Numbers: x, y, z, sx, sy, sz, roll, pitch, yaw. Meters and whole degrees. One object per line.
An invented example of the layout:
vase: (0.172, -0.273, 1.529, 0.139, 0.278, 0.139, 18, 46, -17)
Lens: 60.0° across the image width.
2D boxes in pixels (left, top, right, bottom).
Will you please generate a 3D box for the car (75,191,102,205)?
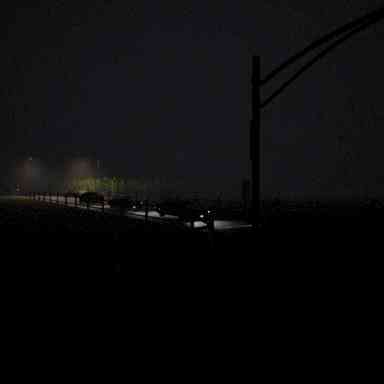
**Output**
car: (-12.444, 0.744, 41.067, 1.882, 1.535, 5.008, 0, 1, -35)

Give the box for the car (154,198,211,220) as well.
car: (-0.854, 1.180, 24.355, 2.033, 1.411, 5.357, 0, 1, -35)

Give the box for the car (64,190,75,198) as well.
car: (-22.508, 0.356, 62.019, 1.882, 1.535, 5.008, 0, 1, -35)

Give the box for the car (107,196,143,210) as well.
car: (-6.586, 1.052, 32.610, 1.895, 1.301, 4.718, 0, 1, -35)
